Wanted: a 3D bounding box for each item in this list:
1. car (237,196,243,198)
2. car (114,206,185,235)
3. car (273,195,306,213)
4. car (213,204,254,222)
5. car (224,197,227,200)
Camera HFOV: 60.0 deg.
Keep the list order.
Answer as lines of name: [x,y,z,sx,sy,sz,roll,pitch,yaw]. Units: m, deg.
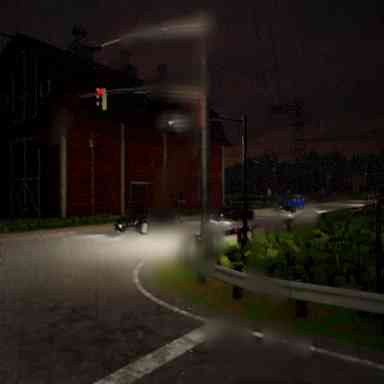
car: [13.235,1.798,88.948,1.784,1.438,3.905,0,0,36]
car: [-2.412,1.614,19.928,1.837,1.490,4.892,0,0,37]
car: [11.344,1.330,38.370,2.150,2.045,5.566,0,-1,37]
car: [3.558,1.672,27.928,1.994,1.385,4.181,0,0,37]
car: [6.635,1.776,77.840,1.816,1.474,4.193,0,0,36]
